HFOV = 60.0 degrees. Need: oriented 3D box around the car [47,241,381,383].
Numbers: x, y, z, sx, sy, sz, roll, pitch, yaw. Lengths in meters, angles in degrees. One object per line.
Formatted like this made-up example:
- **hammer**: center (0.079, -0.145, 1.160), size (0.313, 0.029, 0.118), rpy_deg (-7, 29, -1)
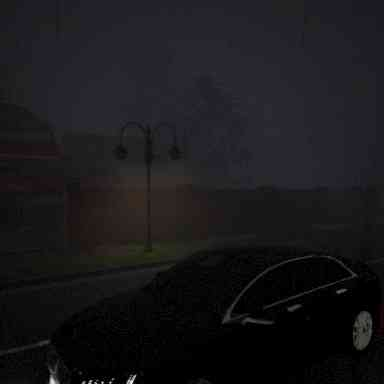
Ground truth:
- **car**: center (0.691, 1.516, 4.483), size (4.892, 1.490, 1.837), rpy_deg (0, 0, -36)
